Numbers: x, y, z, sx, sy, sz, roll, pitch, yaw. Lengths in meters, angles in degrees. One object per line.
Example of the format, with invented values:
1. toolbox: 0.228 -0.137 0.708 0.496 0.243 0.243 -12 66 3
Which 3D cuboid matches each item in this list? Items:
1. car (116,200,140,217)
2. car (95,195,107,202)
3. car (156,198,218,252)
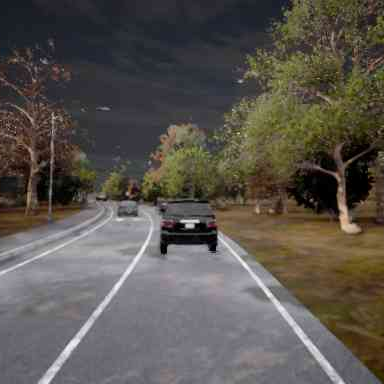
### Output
1. car: -6.004 1.549 31.401 1.837 1.490 4.892 1 0 -11
2. car: -19.155 1.346 69.994 1.882 1.535 5.008 2 -1 -25
3. car: -0.212 1.268 14.177 2.150 2.045 5.566 0 0 -3
